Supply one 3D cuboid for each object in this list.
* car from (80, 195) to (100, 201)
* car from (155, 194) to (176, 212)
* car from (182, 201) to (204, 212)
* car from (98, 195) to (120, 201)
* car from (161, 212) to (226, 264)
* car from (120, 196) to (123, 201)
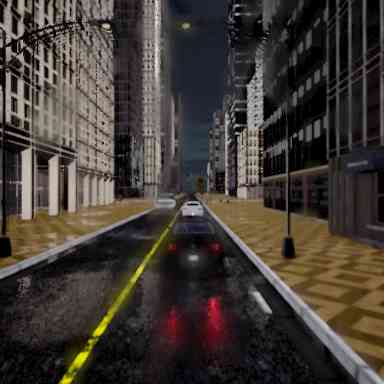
[{"bbox_3d":[-24.872,1.493,81.274,4.403,1.369,2.008,0,-1,-1],"label":"car"},{"bbox_3d":[-3.096,1.251,40.027,2.150,2.045,5.566,0,0,0],"label":"car"},{"bbox_3d":[0.082,1.548,29.288,1.812,1.442,4.674,0,0,0],"label":"car"},{"bbox_3d":[-18.885,1.465,72.760,4.829,1.417,1.752,0,-1,-1],"label":"car"},{"bbox_3d":[0.065,1.610,11.777,1.895,1.301,4.718,0,0,0],"label":"car"},{"bbox_3d":[-19.194,1.415,81.397,4.097,1.590,1.967,0,-1,-1],"label":"car"}]
